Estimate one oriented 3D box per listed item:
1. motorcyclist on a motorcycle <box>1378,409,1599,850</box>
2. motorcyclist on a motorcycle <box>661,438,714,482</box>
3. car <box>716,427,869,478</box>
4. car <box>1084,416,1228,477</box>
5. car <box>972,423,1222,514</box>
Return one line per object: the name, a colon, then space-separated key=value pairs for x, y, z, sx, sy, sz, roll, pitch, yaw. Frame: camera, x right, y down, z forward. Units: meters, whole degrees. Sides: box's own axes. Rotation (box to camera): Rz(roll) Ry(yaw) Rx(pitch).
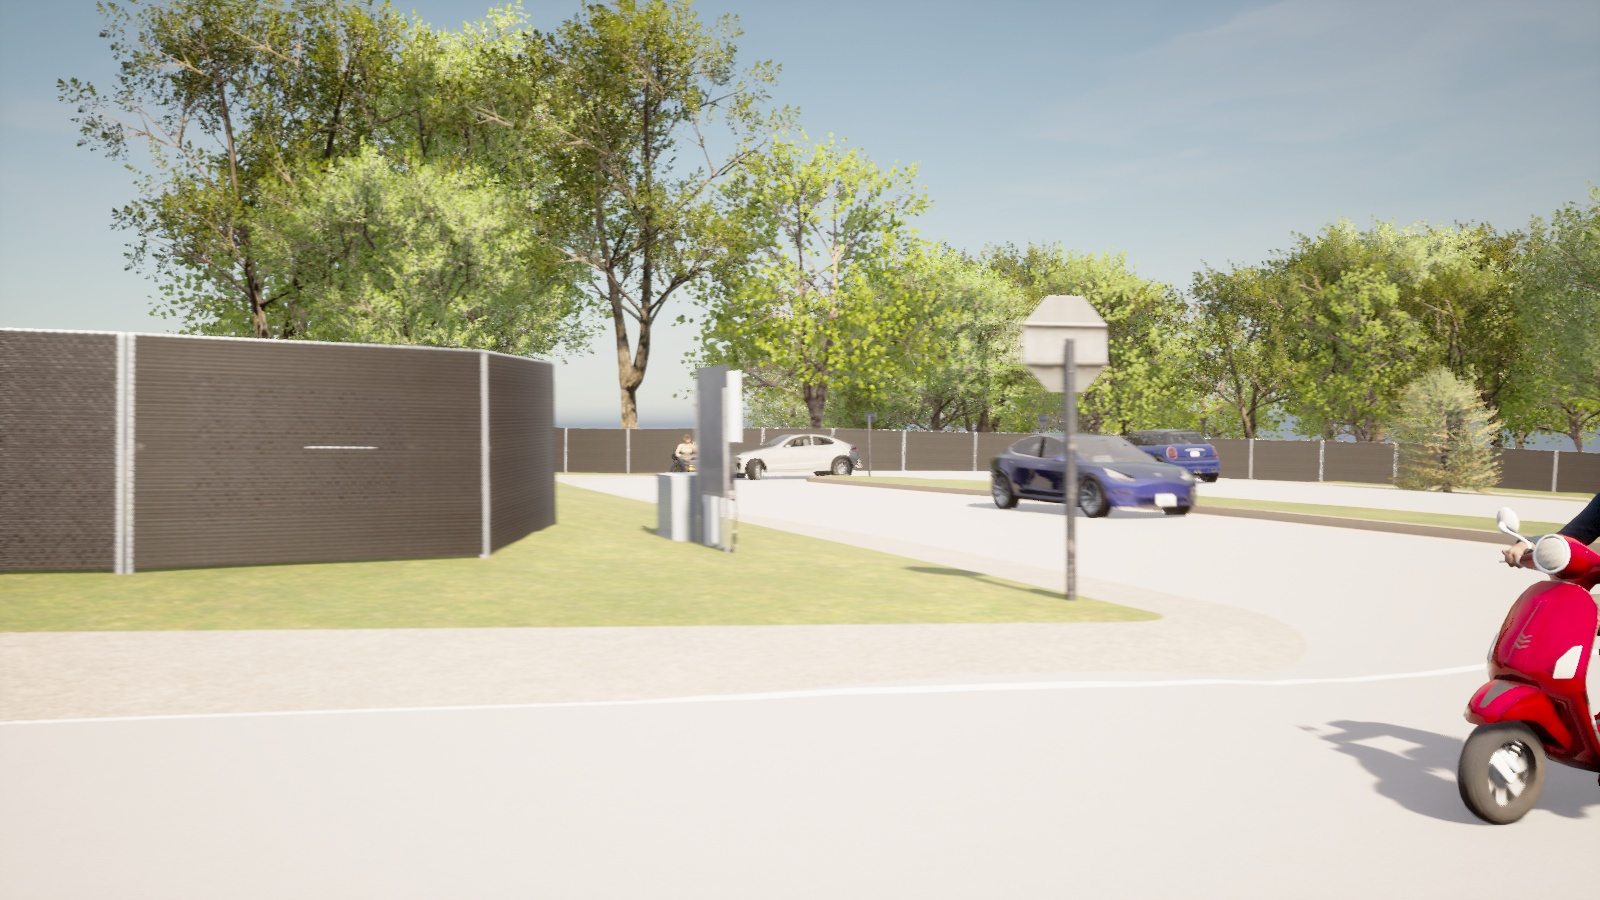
motorcyclist on a motorcycle: x=3.455 y=0.627 z=5.241 sx=1.817 sy=1.590 sz=0.866 roll=-1 pitch=1 yaw=-21
motorcyclist on a motorcycle: x=-4.146 y=0.366 z=46.313 sx=0.797 sy=1.523 sz=2.044 roll=2 pitch=3 yaw=36
car: x=-0.271 y=0.080 z=45.247 sx=5.027 sy=1.651 sz=2.152 roll=-2 pitch=1 yaw=-22
car: x=11.300 y=-0.109 z=40.233 sx=2.097 sy=1.767 sz=4.553 roll=-2 pitch=1 yaw=-20
car: x=5.358 y=0.302 z=23.430 sx=2.163 sy=1.488 sz=4.792 roll=-1 pitch=0 yaw=-21
